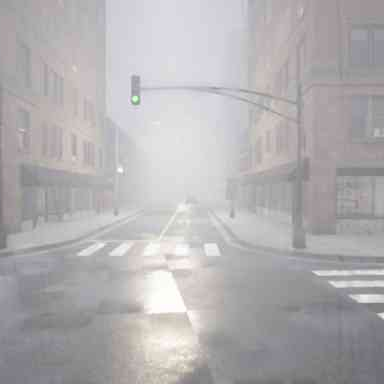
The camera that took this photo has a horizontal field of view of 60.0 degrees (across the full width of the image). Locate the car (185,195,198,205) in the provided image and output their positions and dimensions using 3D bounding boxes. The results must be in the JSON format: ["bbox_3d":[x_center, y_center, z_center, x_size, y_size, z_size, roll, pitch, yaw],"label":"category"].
[{"bbox_3d":[-0.049,1.225,50.307,2.033,1.411,5.357,0,0,0],"label":"car"}]

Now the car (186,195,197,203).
[{"bbox_3d":[-0.059,1.211,60.760,1.895,1.301,4.718,0,0,0],"label":"car"}]
